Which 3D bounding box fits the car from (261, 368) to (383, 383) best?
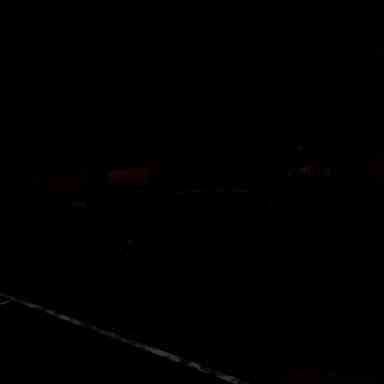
[{"bbox_3d":[2.266,1.524,1.212,4.829,1.417,1.752,0,-1,36],"label":"car"}]
